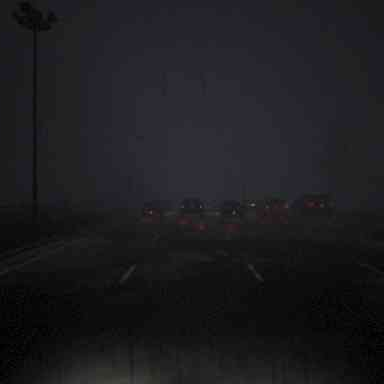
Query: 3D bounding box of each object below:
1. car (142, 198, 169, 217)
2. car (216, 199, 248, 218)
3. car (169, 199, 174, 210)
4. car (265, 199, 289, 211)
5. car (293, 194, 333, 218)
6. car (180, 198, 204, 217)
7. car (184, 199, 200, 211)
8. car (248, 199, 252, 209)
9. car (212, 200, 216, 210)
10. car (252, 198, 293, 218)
[{"bbox_3d":[-3.475,1.485,30.764,1.837,1.490,4.892,0,0,0],"label":"car"},{"bbox_3d":[3.519,1.486,30.165,1.837,1.490,4.892,0,0,0],"label":"car"},{"bbox_3d":[-3.462,1.497,42.624,1.812,1.442,4.674,0,0,0],"label":"car"},{"bbox_3d":[10.529,1.573,41.639,1.895,1.301,4.718,0,0,0],"label":"car"},{"bbox_3d":[10.517,1.201,29.558,2.150,2.045,5.566,0,0,0],"label":"car"},{"bbox_3d":[0.026,1.330,30.798,2.097,1.767,4.553,0,0,0],"label":"car"},{"bbox_3d":[0.032,1.572,42.071,1.895,1.301,4.718,0,0,0],"label":"car"},{"bbox_3d":[7.020,1.520,40.462,2.033,1.411,5.357,0,0,0],"label":"car"},{"bbox_3d":[3.531,1.573,41.827,1.895,1.301,4.718,0,0,0],"label":"car"},{"bbox_3d":[7.016,1.332,29.624,2.097,1.767,4.553,0,0,0],"label":"car"}]
